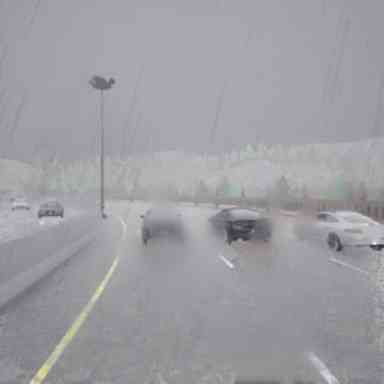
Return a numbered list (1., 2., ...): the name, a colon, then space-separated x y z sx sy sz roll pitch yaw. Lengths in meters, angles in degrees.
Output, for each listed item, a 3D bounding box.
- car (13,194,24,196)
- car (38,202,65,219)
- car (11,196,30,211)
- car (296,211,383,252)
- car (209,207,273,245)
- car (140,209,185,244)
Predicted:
1. car: -33.175 1.172 63.949 2.097 1.767 4.553 0 0 -43
2. car: -12.195 1.560 29.009 1.994 1.385 4.181 0 0 -19
3. car: -20.796 1.534 40.383 1.812 1.442 4.674 0 0 -28
4. car: 5.938 1.480 13.620 1.812 1.442 4.674 0 0 -7
5. car: 2.105 1.443 15.577 1.882 1.535 5.008 0 0 -9
6. car: -1.437 1.504 15.639 1.812 1.442 4.674 0 0 -9
